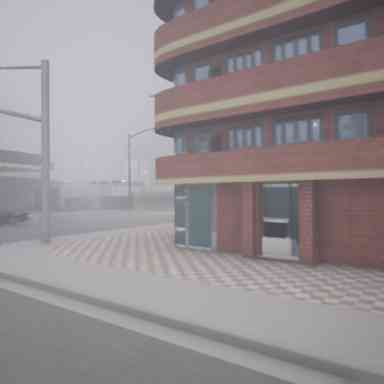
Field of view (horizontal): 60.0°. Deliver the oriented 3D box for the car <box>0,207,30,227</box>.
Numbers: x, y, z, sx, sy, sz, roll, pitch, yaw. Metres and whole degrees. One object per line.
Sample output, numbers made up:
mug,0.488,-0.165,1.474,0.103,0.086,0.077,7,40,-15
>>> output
car,-14.123,1.756,23.012,2.033,1.411,5.357,-1,0,35
